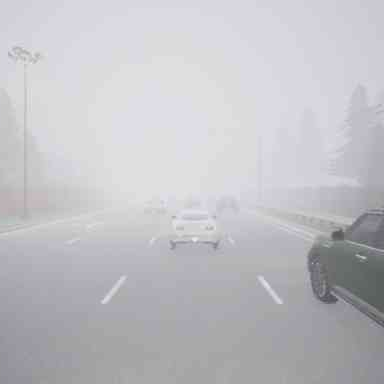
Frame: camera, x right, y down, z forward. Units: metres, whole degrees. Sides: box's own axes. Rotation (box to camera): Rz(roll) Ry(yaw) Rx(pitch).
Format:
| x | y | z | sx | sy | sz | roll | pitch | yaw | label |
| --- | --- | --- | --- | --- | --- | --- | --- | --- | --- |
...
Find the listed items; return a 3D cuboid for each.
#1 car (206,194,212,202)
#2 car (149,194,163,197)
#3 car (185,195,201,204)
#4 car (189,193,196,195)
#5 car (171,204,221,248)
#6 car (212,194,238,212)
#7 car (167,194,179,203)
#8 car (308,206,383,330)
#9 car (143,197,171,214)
| x | y | z | sx | sy | sz | roll | pitch | yaw | label |
| --- | --- | --- | --- | --- | --- | --- | --- | --- | --- |
| 3.590 | 1.114 | 63.050 | 1.812 | 1.442 | 4.674 | 0 | 1 | 0 | car |
| -7.009 | 1.149 | 61.214 | 2.033 | 1.411 | 5.357 | 0 | 0 | 0 | car |
| 0.094 | 1.338 | 40.271 | 1.895 | 1.301 | 4.718 | 0 | 0 | 0 | car |
| 0.086 | 0.933 | 64.164 | 2.097 | 1.767 | 4.553 | 0 | 0 | 0 | car |
| 0.098 | 1.434 | 14.054 | 1.812 | 1.442 | 4.674 | 0 | 0 | 0 | car |
| 3.595 | 1.121 | 35.612 | 2.097 | 1.767 | 4.553 | 0 | 1 | 0 | car |
| -3.408 | 1.091 | 59.286 | 1.882 | 1.535 | 5.008 | 0 | 1 | 0 | car |
| 3.599 | 1.189 | 4.918 | 2.150 | 2.045 | 5.566 | 0 | 0 | 0 | car |
| -3.405 | 1.394 | 31.757 | 1.895 | 1.301 | 4.718 | 0 | 0 | 0 | car |
